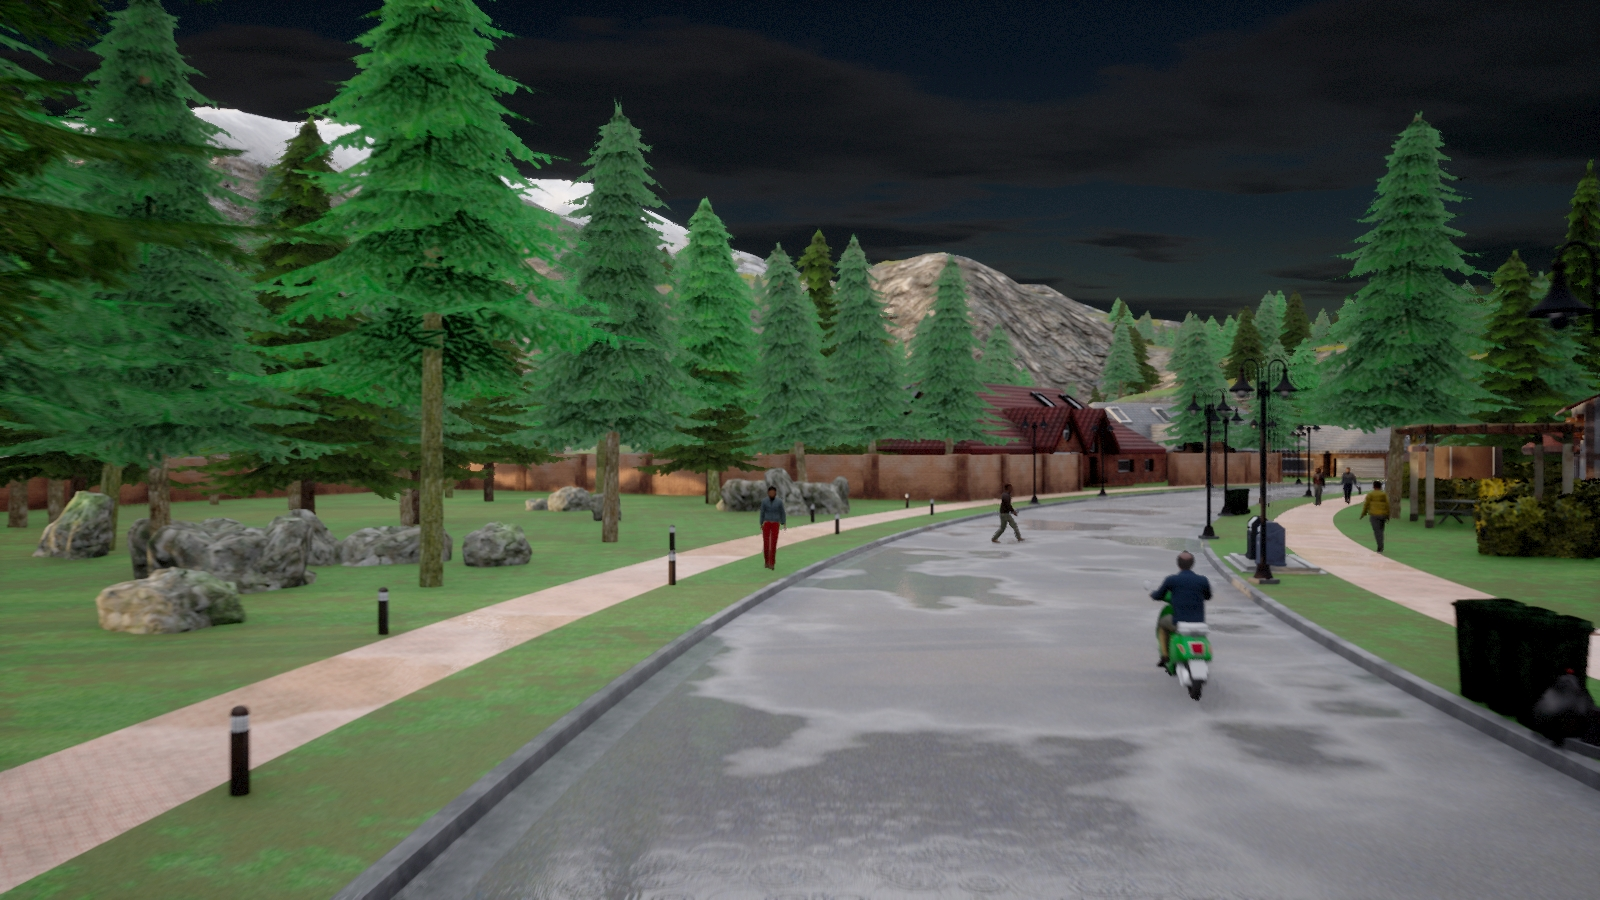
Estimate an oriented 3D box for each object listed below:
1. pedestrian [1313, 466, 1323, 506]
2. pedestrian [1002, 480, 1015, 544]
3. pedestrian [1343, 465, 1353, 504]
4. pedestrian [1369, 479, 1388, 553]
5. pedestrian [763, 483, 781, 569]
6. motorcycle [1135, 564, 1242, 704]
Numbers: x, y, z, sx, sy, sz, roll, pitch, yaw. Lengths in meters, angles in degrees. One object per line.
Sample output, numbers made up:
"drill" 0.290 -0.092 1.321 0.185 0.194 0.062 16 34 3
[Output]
"pedestrian" 24.273 1.662 53.503 0.375 1.860 0.375 0 0 35
"pedestrian" 6.144 1.813 33.731 0.375 1.860 0.375 0 0 11
"pedestrian" 26.293 1.662 54.845 0.375 1.860 0.375 0 0 32
"pedestrian" 14.720 1.662 29.072 0.375 1.860 0.375 0 0 20
"pedestrian" -0.615 1.663 25.146 0.375 1.860 0.375 0 0 1
"motorcycle" 4.513 2.099 13.414 0.856 1.334 1.805 0 0 8
